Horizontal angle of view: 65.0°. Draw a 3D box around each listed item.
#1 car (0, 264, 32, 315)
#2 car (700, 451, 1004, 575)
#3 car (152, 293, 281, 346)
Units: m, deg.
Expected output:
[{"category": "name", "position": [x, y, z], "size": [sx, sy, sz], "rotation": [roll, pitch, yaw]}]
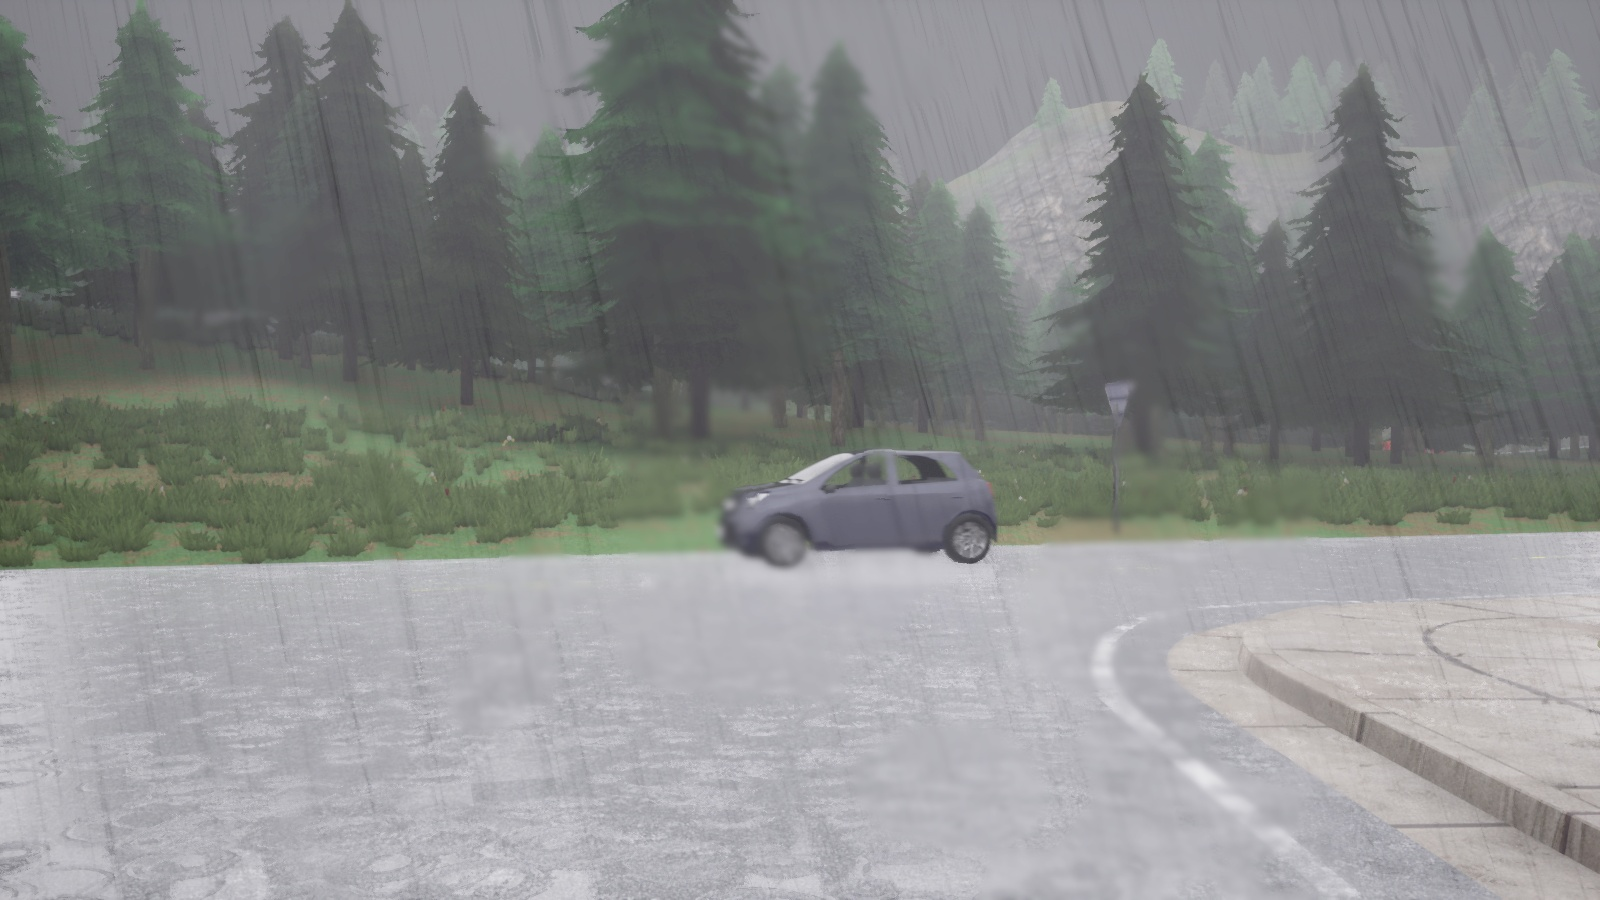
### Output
[{"category": "car", "position": [-34.317, -6.715, 51.429], "size": [4.605, 1.855, 1.932], "rotation": [2, 0, -24]}, {"category": "car", "position": [0.640, 0.767, 16.661], "size": [3.633, 1.501, 1.845], "rotation": [0, 0, -16]}, {"category": "car", "position": [-27.773, -6.173, 59.889], "size": [2.152, 1.651, 5.027], "rotation": [1, -4, 43]}]
